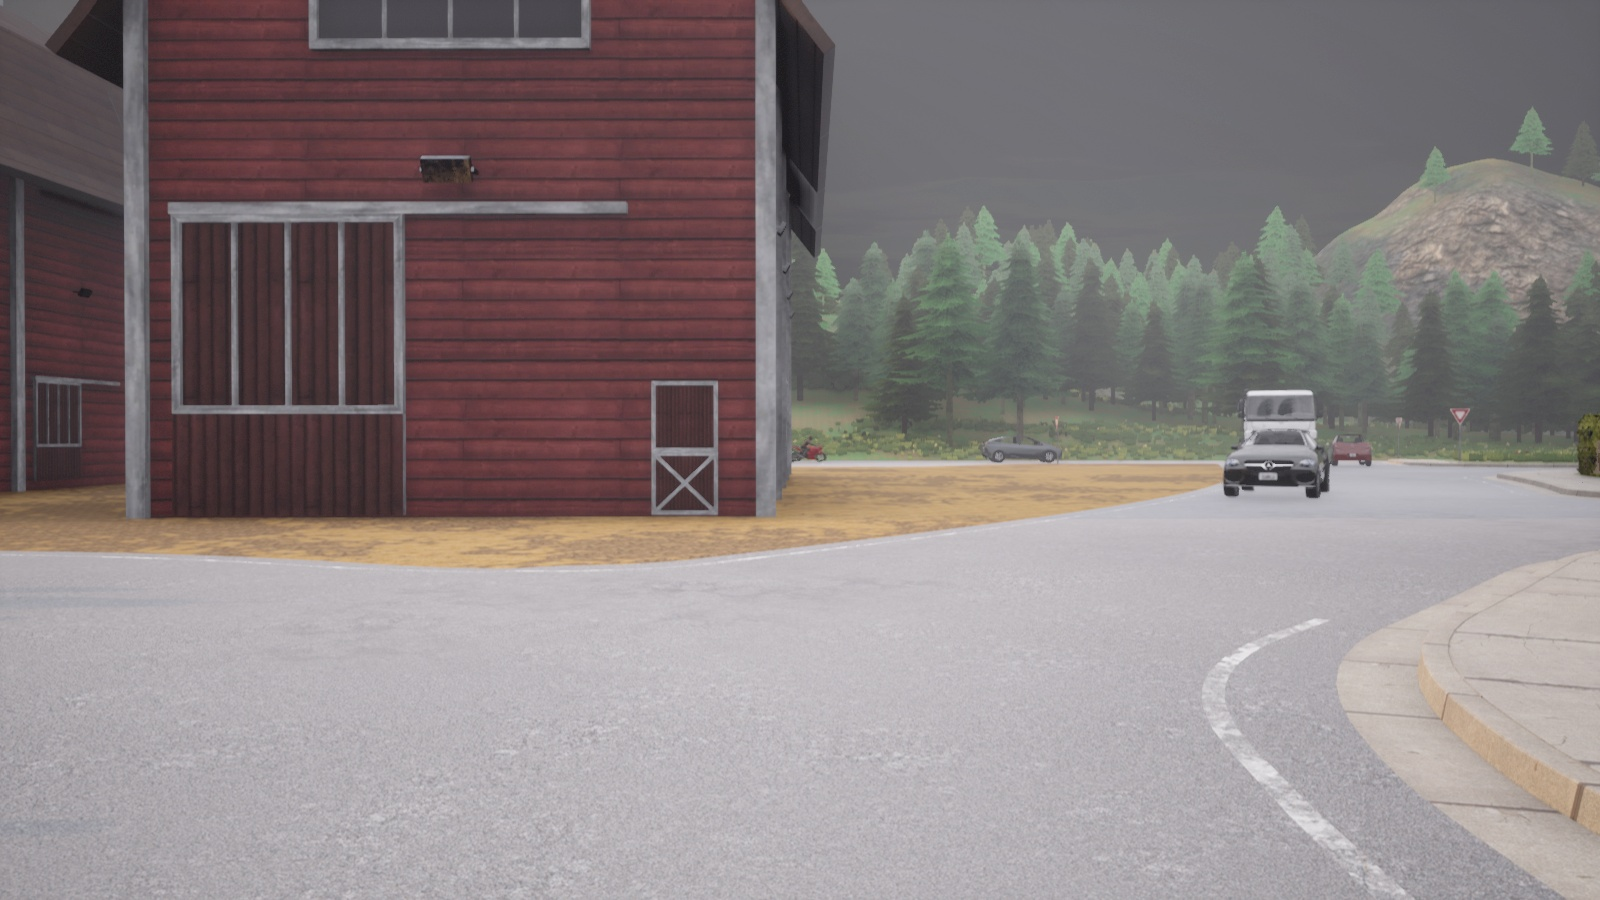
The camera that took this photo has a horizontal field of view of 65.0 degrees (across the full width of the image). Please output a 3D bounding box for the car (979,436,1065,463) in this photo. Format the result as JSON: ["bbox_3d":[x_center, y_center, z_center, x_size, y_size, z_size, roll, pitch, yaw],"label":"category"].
[{"bbox_3d":[12.558,-0.028,71.232,4.514,1.525,2.007,0,0,1],"label":"car"}]

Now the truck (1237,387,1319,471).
[{"bbox_3d":[21.230,-0.892,56.132,2.891,3.462,7.936,0,1,17],"label":"truck"}]

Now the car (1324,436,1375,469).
[{"bbox_3d":[25.628,0.077,58.689,1.845,1.501,3.633,0,1,18],"label":"car"}]

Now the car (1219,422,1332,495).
[{"bbox_3d":[11.892,0.168,31.195,2.152,1.651,5.027,0,1,26],"label":"car"}]

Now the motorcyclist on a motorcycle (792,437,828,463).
[{"bbox_3d":[0.566,-0.004,71.411,2.044,1.523,0.797,0,0,1],"label":"motorcyclist on a motorcycle"}]
